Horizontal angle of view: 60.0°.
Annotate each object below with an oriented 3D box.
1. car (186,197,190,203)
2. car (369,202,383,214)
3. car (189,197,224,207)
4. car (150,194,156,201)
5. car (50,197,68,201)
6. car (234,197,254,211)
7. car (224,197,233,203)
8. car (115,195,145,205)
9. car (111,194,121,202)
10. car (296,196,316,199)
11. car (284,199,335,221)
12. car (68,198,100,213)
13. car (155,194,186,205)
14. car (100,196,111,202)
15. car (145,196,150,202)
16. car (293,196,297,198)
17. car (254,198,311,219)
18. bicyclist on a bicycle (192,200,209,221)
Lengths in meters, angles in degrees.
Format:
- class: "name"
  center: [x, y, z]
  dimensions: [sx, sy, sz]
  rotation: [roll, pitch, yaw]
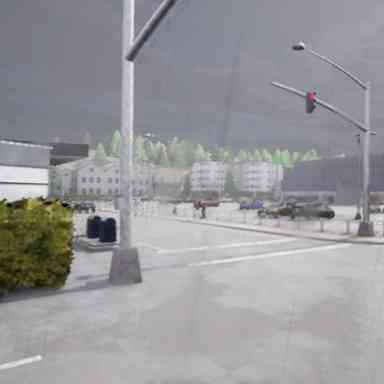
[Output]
- class: "car"
  center: [0.099, 1.860, 75.676]
  dimensions: [4.514, 1.523, 2.007]
  rotation: [1, -1, -35]
- class: "car"
  center: [23.989, 1.945, 41.884]
  dimensions: [3.806, 1.475, 1.970]
  rotation: [1, -1, -35]
- class: "car"
  center: [2.422, 1.721, 53.634]
  dimensions: [4.514, 1.523, 2.007]
  rotation: [1, -1, -35]
- class: "car"
  center: [-7.562, 1.616, 89.133]
  dimensions: [5.566, 2.045, 2.150]
  rotation: [1, -1, -35]
- class: "car"
  center: [-18.857, 1.640, 48.506]
  dimensions: [1.882, 1.535, 5.008]
  rotation: [1, -1, -34]
- class: "car"
  center: [8.111, 1.741, 45.419]
  dimensions: [3.633, 1.501, 1.845]
  rotation: [1, -1, -35]
- class: "car"
  center: [7.975, 1.884, 76.712]
  dimensions: [3.806, 1.475, 1.970]
  rotation: [1, -1, -35]
- class: "car"
  center: [-11.059, 1.686, 59.364]
  dimensions: [3.806, 1.475, 1.970]
  rotation: [1, -1, -35]
- class: "car"
  center: [-12.459, 1.410, 62.442]
  dimensions: [3.866, 1.878, 1.905]
  rotation: [1, -1, -35]
- class: "car"
  center: [21.249, 1.756, 59.005]
  dimensions: [4.605, 1.855, 1.932]
  rotation: [1, -1, -35]
- class: "car"
  center: [10.447, 1.661, 28.772]
  dimensions: [4.514, 1.523, 2.007]
  rotation: [1, -1, -35]
- class: "car"
  center: [-13.086, 1.665, 40.141]
  dimensions: [1.837, 1.490, 4.892]
  rotation: [1, -1, -35]
- class: "car"
  center: [-4.128, 1.531, 64.254]
  dimensions: [4.605, 1.855, 1.932]
  rotation: [1, -1, -35]
- class: "car"
  center: [-21.464, 1.731, 83.736]
  dimensions: [4.902, 1.511, 2.128]
  rotation: [1, -1, -35]
- class: "car"
  center: [-13.053, 1.815, 89.579]
  dimensions: [5.008, 1.535, 1.882]
  rotation: [1, -1, -35]
- class: "car"
  center: [19.247, 1.731, 61.151]
  dimensions: [3.866, 1.878, 1.905]
  rotation: [1, -1, -35]
- class: "car"
  center: [8.607, 1.652, 31.314]
  dimensions: [5.027, 1.636, 2.152]
  rotation: [1, -1, -35]
- class: "bicyclist on a bicycle"
  center: [0.691, 1.506, 26.841]
  dimensions: [1.656, 1.620, 0.582]
  rotation: [1, 0, -35]
